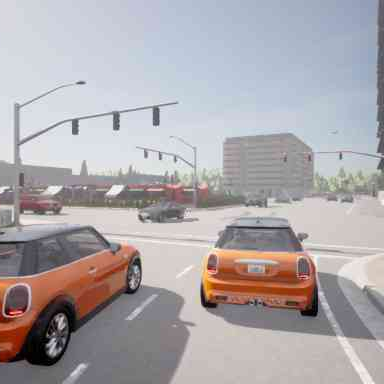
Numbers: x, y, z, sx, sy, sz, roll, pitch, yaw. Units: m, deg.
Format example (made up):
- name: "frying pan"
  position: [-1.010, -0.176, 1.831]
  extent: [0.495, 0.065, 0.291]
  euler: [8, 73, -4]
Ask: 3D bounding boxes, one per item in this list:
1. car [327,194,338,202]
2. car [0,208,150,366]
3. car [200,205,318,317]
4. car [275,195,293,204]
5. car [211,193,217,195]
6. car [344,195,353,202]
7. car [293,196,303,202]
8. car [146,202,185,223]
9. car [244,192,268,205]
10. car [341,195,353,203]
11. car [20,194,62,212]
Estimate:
- name: "car"
  position: [33.514, 1.355, 79.366]
  extent: [2.097, 1.767, 4.553]
  euler: [0, 0, 27]
- name: "car"
  position: [-2.497, 1.352, 6.104]
  extent: [2.097, 1.767, 4.553]
  euler: [0, 0, 10]
- name: "car"
  position: [1.618, 1.352, 7.816]
  extent: [2.097, 1.767, 4.553]
  euler: [0, 0, 14]
- name: "car"
  position: [17.195, 1.352, 63.240]
  extent: [2.097, 1.767, 4.553]
  euler: [0, 0, 28]
- name: "car"
  position: [5.019, 1.208, 86.950]
  extent: [4.605, 1.855, 1.932]
  euler: [0, 0, 28]
- name: "car"
  position: [36.651, 1.500, 77.813]
  extent: [1.837, 1.490, 4.892]
  euler: [0, 0, 27]
- name: "car"
  position: [24.123, 1.582, 76.476]
  extent: [1.895, 1.301, 4.718]
  euler: [0, 0, 27]
- name: "car"
  position: [-2.274, 1.534, 25.892]
  extent: [2.128, 1.511, 4.902]
  euler: [0, 0, 27]
- name: "car"
  position: [9.410, 1.221, 48.373]
  extent: [2.150, 2.045, 5.566]
  euler: [0, 0, 28]
- name: "car"
  position: [32.066, 1.595, 68.988]
  extent: [1.895, 1.301, 4.718]
  euler: [0, 0, 27]
- name: "car"
  position: [-16.148, 1.277, 34.772]
  extent: [5.566, 2.045, 2.150]
  euler: [0, 0, 28]
